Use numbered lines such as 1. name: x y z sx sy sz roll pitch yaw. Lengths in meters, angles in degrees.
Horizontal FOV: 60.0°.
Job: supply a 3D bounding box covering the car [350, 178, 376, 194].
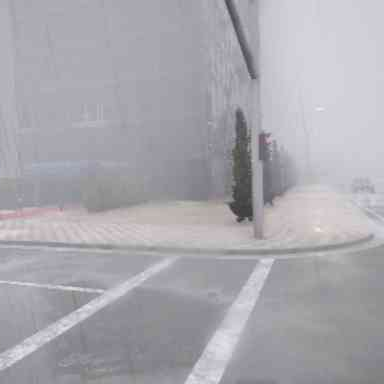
1. car: 17.281 -0.716 33.897 2.033 1.411 5.357 -1 3 20
